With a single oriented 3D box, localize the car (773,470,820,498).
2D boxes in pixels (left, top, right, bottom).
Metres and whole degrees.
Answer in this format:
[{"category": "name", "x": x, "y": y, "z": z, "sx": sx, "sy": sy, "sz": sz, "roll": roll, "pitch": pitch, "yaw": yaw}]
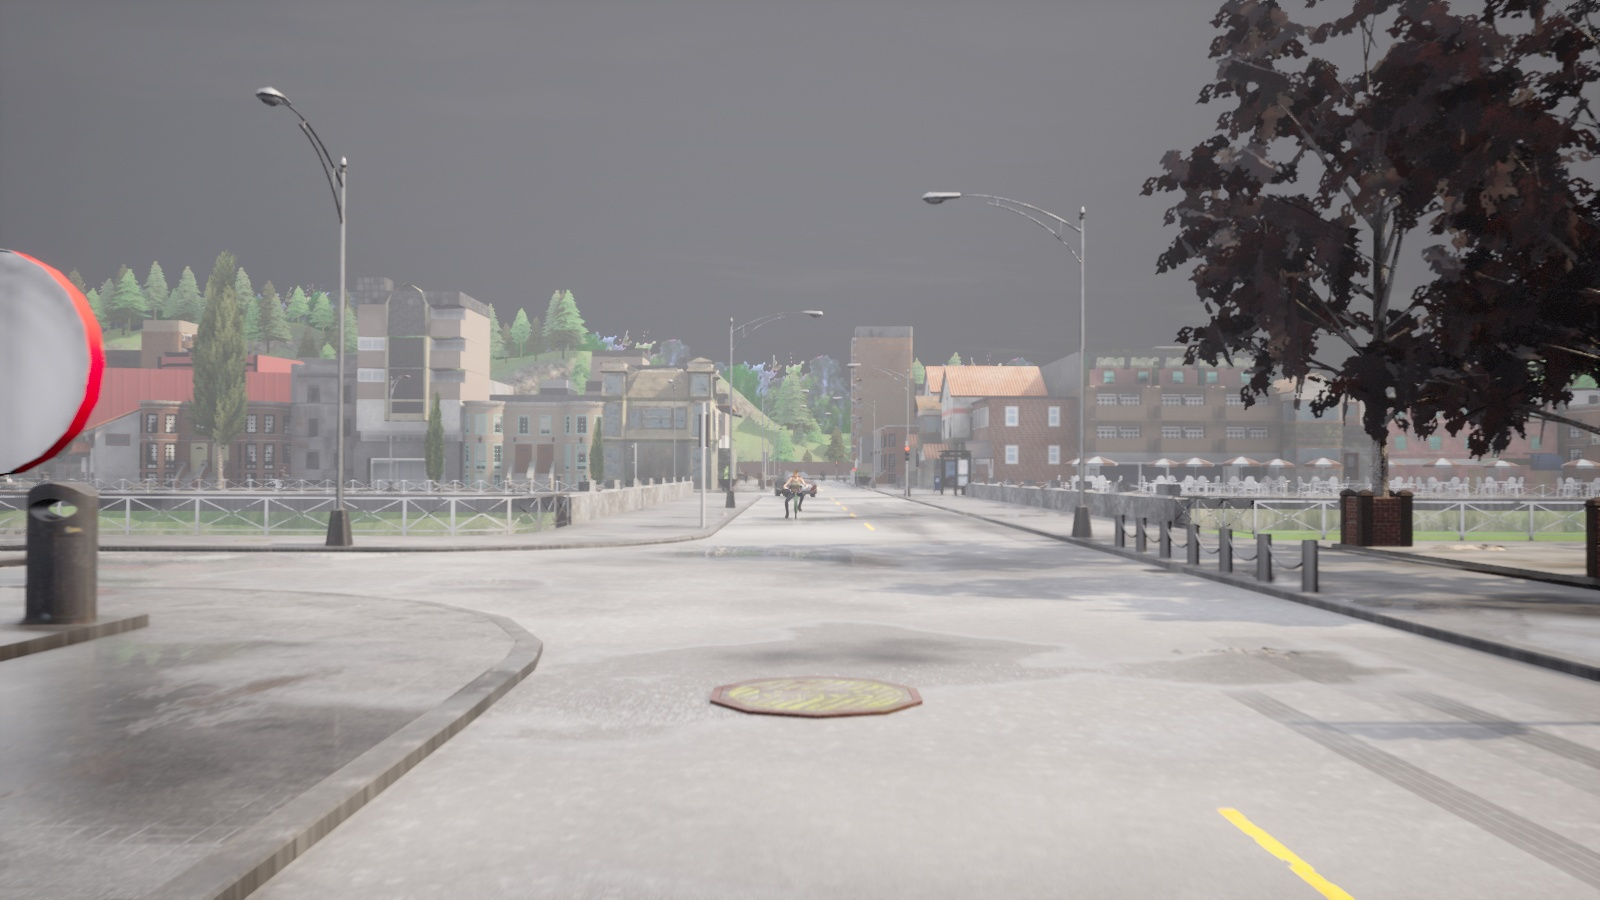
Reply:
[{"category": "car", "x": -0.268, "y": 2.020, "z": 76.098, "sx": 2.033, "sy": 1.649, "sz": 4.856, "roll": 0, "pitch": -1, "yaw": -10}]
